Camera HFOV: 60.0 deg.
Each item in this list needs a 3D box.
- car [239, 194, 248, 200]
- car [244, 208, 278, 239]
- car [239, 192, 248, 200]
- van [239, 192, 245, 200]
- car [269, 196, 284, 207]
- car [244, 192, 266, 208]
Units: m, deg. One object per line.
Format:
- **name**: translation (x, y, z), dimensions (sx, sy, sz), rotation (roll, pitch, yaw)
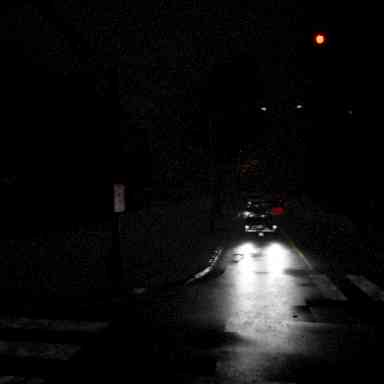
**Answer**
- **car**: translation (11.964, 1.161, 77.637), dimensions (2.008, 1.369, 4.403), rotation (0, 0, 10)
- **car**: translation (4.034, 1.925, 19.712), dimensions (1.895, 1.301, 4.718), rotation (-1, 0, 10)
- **car**: translation (12.846, 0.909, 82.542), dimensions (2.192, 1.841, 5.009), rotation (0, 0, 10)
- **van**: translation (11.379, 0.963, 74.368), dimensions (1.690, 1.788, 3.998), rotation (0, 0, 10)
- **car**: translation (11.950, 1.307, 47.079), dimensions (1.837, 1.490, 4.892), rotation (-1, 2, 10)
- **car**: translation (8.208, 1.229, 42.553), dimensions (2.150, 2.045, 5.566), rotation (-1, 1, 11)
